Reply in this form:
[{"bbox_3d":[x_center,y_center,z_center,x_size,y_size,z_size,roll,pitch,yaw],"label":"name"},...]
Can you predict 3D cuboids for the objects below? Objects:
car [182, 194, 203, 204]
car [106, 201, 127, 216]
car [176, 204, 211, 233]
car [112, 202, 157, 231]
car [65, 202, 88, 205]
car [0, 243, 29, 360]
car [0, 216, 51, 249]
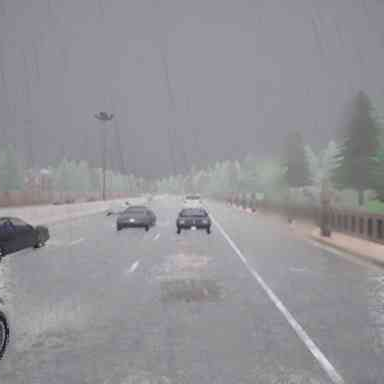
[{"bbox_3d":[0.092,1.259,38.350,2.150,2.045,5.566,0,0,0],"label":"car"},{"bbox_3d":[-6.921,1.557,32.411,1.812,1.442,4.674,0,0,0],"label":"car"},{"bbox_3d":[0.092,1.620,19.772,1.895,1.301,4.718,0,0,0],"label":"car"},{"bbox_3d":[-3.404,1.584,20.939,1.994,1.385,4.181,0,0,0],"label":"car"},{"bbox_3d":[-14.095,1.519,42.631,1.882,1.535,5.008,0,0,0],"label":"car"},{"bbox_3d":[-3.404,1.528,2.679,1.812,1.442,4.674,0,0,0],"label":"car"},{"bbox_3d":[-6.903,1.559,11.606,2.033,1.411,5.357,0,0,0],"label":"car"}]
